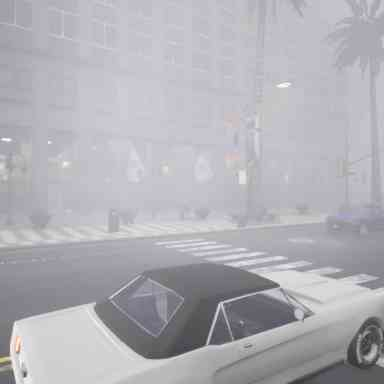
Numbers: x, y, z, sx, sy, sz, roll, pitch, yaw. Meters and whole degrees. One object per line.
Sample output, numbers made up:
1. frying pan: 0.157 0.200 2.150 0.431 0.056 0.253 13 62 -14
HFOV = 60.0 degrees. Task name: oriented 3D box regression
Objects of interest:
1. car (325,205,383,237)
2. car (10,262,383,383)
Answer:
1. car: 9.403 1.477 18.240 5.008 1.535 1.882 0 0 -33
2. car: 0.481 1.601 4.134 4.718 1.301 1.895 0 0 -33
